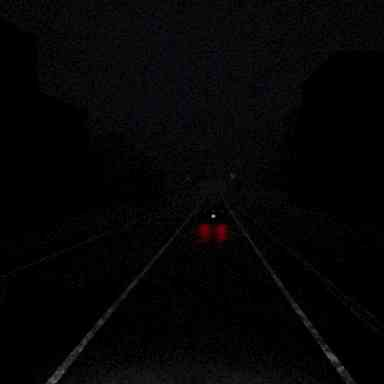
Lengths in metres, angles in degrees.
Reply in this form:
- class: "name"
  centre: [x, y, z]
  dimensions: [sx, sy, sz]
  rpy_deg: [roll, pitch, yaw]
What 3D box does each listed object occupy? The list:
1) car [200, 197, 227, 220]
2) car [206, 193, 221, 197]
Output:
- class: "car"
  centre: [1.632, 1.339, 25.050]
  dimensions: [1.895, 1.301, 4.718]
  rpy_deg: [0, 1, 4]
- class: "car"
  centre: [2.827, 0.852, 42.463]
  dimensions: [2.128, 1.511, 4.902]
  rpy_deg: [0, 1, 4]
